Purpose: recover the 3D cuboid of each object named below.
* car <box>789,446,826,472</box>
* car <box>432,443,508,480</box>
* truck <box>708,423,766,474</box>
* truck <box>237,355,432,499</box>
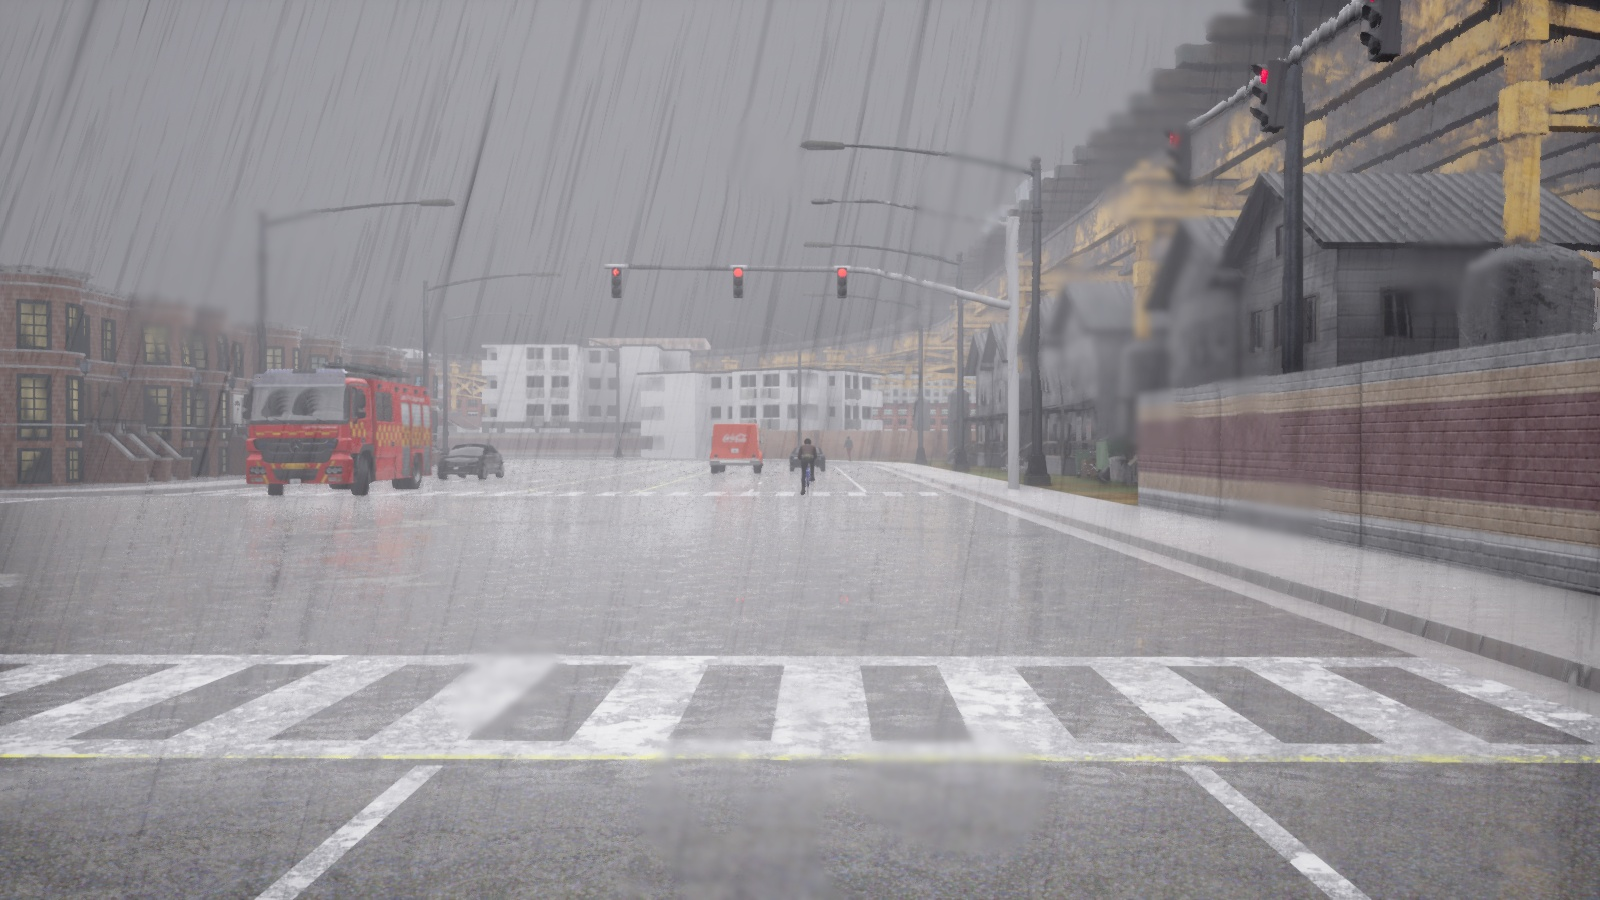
[{"bbox_3d":[0.399,0.468,67.207,1.895,1.301,4.718,0,0,0],"label":"car"},{"bbox_3d":[-13.686,0.445,52.314,1.837,1.490,4.892,0,0,0],"label":"car"},{"bbox_3d":[-3.122,-0.100,63.289,2.627,2.467,5.204,0,0,0],"label":"truck"},{"bbox_3d":[-13.694,-0.643,37.851,2.891,3.827,8.468,0,0,-1],"label":"truck"}]
